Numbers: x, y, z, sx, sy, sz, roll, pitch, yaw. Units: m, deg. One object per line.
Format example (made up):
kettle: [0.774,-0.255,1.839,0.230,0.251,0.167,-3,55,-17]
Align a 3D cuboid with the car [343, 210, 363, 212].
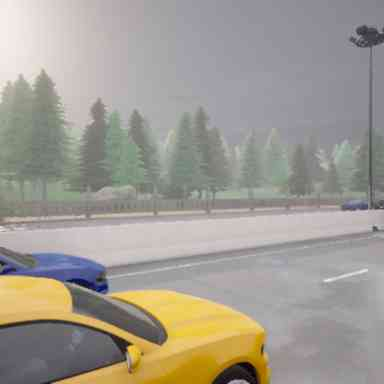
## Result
car: [19.533,1.535,38.961,5.008,1.535,1.882,0,0,-32]

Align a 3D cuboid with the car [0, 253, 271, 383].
car: [-1.498,1.478,2.676,5.008,1.535,1.882,0,0,-35]

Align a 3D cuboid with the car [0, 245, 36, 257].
car: [-3.836,1.478,5.308,5.008,1.535,1.882,0,0,-35]
